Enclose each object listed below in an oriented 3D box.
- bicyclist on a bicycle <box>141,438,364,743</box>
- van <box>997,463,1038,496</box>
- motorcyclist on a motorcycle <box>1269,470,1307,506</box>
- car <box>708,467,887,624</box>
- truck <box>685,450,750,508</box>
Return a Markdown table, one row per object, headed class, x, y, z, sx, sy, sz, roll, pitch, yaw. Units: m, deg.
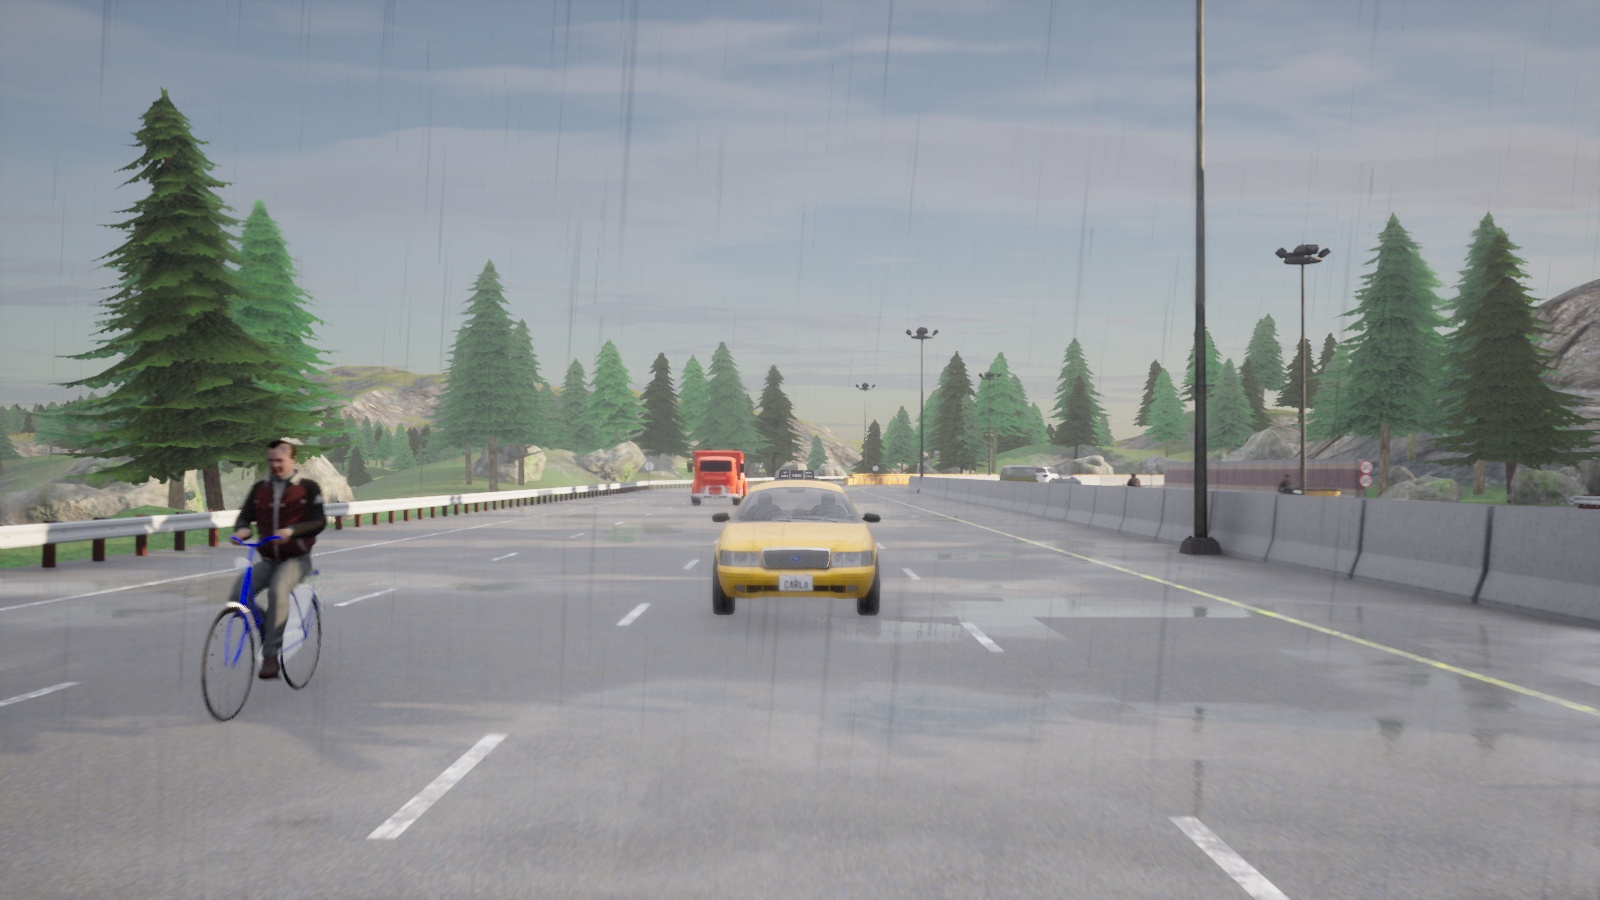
| class | x | y | z | sx | sy | sz | roll | pitch | yaw |
| --- | --- | --- | --- | --- | --- | --- | --- | --- | --- |
| bicyclist on a bicycle | -3.520 | 0.838 | 8.264 | 0.659 | 1.776 | 1.843 | 0 | -1 | 0 |
| van | 13.709 | 1.839 | 79.322 | 1.775 | 1.987 | 4.442 | 0 | -1 | 0 |
| motorcyclist on a motorcycle | 20.842 | 1.612 | 53.693 | 0.797 | 1.523 | 2.044 | 0 | -1 | 0 |
| car | -0.035 | 1.011 | 15.355 | 1.801 | 1.575 | 5.366 | 0 | -1 | 0 |
| truck | -3.675 | 1.297 | 56.821 | 2.627 | 2.467 | 5.204 | 0 | -1 | 0 |
